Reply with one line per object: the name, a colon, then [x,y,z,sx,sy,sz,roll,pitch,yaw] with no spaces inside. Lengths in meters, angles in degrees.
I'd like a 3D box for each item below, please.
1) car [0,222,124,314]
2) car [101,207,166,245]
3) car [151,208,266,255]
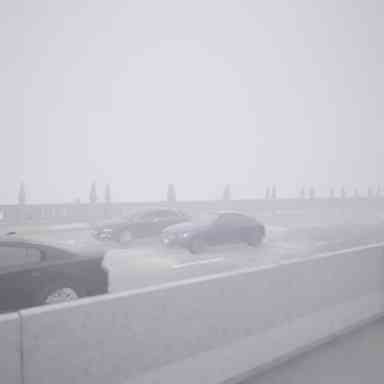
car: [-3.904,1.479,5.508,5.008,1.535,1.882,0,0,-35]
car: [-2.088,1.476,15.398,4.892,1.490,1.837,0,0,-35]
car: [0.972,1.492,13.281,4.674,1.442,1.812,0,0,-35]
